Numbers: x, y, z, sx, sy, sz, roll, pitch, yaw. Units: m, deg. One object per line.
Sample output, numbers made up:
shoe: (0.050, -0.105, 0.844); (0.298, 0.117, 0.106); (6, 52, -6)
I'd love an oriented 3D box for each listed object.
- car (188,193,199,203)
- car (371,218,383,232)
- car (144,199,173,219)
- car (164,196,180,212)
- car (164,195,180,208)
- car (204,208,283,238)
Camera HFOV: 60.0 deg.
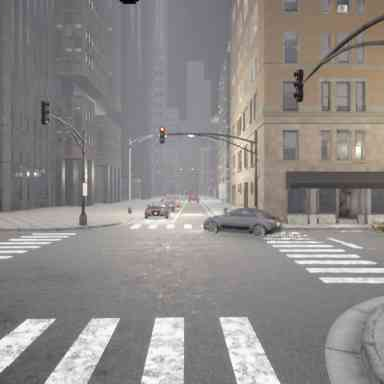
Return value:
car: (0.345, 1.203, 70.258); (2.150, 2.045, 5.566); (0, 0, 0)
car: (12.181, 1.519, 17.735); (4.829, 1.417, 1.752); (0, 0, -1)
car: (-2.986, 1.574, 29.427); (1.994, 1.385, 4.181); (0, 0, 0)
car: (-2.943, 1.506, 39.282); (2.128, 1.511, 4.902); (0, 0, 0)
car: (-2.900, 1.369, 49.180); (2.097, 1.767, 4.553); (0, 0, 0)
car: (2.706, 1.571, 17.813); (4.181, 1.385, 1.994); (0, 0, 35)
